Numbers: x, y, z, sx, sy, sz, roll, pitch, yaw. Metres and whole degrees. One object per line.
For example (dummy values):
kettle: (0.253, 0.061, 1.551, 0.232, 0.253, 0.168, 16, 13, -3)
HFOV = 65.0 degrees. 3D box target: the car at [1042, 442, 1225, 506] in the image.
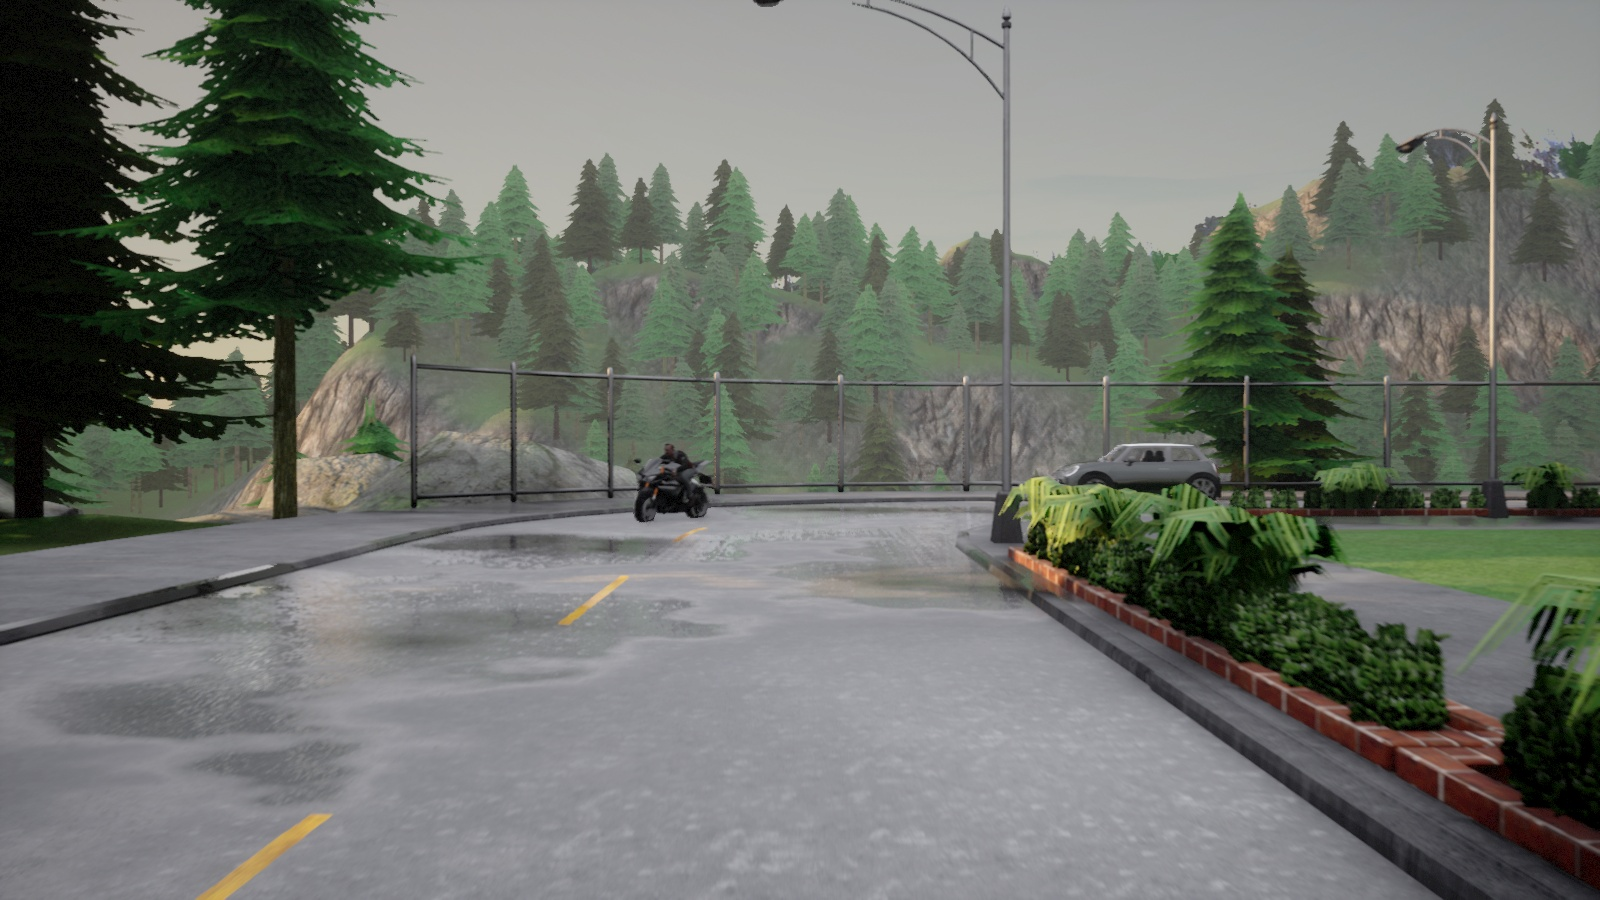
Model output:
car: (7.885, 0.550, 29.958, 3.806, 1.475, 1.970, 0, 0, -1)

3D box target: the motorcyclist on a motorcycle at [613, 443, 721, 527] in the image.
motorcyclist on a motorcycle: (-2.540, 0.645, 24.220, 0.866, 1.530, 2.191, 2, 1, 32)
